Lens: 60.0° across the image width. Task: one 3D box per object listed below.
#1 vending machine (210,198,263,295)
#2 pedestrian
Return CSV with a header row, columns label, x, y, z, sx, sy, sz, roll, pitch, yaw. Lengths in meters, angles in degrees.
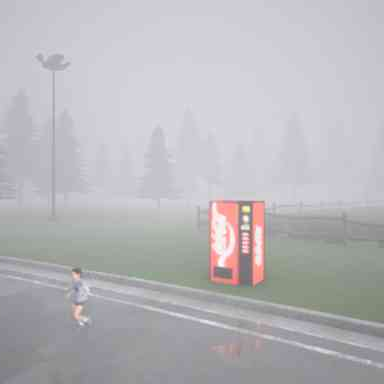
label,x,y,z,sx,sy,sz,roll,pitch,yaw
vending machine,1.080,1.194,7.970,0.880,2.100,1.100,0,0,32
pedestrian,-1.817,1.672,5.394,0.500,1.100,0.500,0,0,32
